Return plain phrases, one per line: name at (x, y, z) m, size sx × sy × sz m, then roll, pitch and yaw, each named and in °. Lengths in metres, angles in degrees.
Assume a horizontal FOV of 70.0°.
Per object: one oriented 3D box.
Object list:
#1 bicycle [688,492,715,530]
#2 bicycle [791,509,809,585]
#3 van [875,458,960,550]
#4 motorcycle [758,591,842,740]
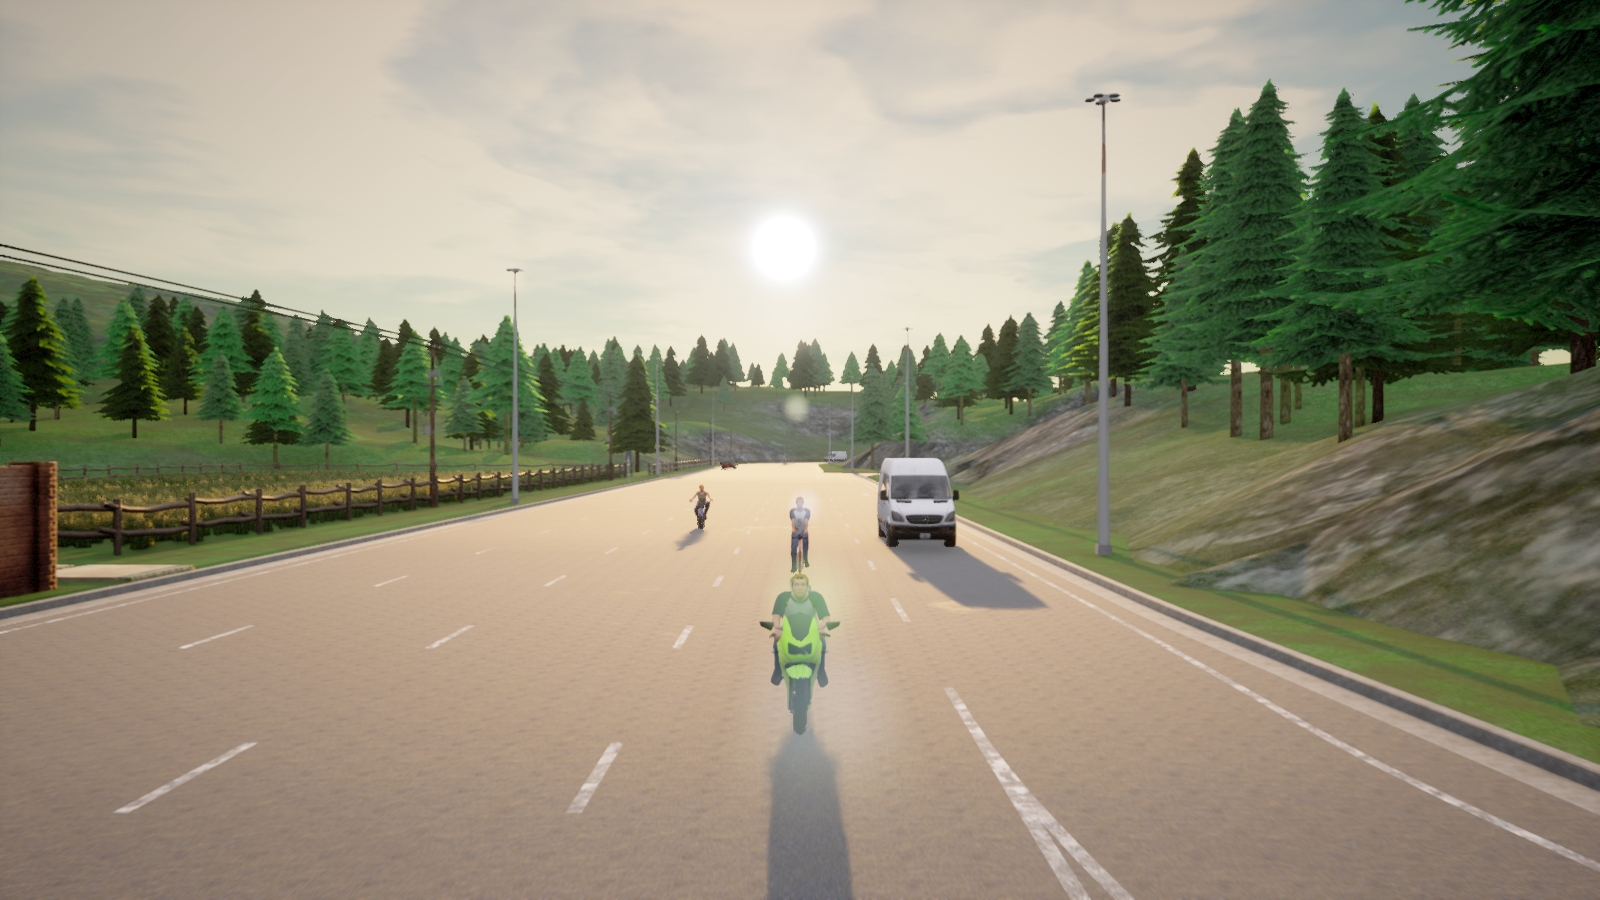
bicycle at (-3.499, 2.160, 40.650) m, size 0.859 × 1.277 × 1.487 m, roll 0°, pitch 0°, yaw 0°
bicycle at (0.000, 2.057, 24.512) m, size 0.373 × 1.496 × 1.643 m, roll 0°, pitch 0°, yaw 0°
van at (3.495, 1.538, 34.936) m, size 1.988 × 2.561 × 5.915 m, roll 0°, pitch 0°, yaw 0°
motorcycle at (0.000, 2.188, 11.953) m, size 0.803 × 1.199 × 2.033 m, roll 0°, pitch -1°, yaw 0°
